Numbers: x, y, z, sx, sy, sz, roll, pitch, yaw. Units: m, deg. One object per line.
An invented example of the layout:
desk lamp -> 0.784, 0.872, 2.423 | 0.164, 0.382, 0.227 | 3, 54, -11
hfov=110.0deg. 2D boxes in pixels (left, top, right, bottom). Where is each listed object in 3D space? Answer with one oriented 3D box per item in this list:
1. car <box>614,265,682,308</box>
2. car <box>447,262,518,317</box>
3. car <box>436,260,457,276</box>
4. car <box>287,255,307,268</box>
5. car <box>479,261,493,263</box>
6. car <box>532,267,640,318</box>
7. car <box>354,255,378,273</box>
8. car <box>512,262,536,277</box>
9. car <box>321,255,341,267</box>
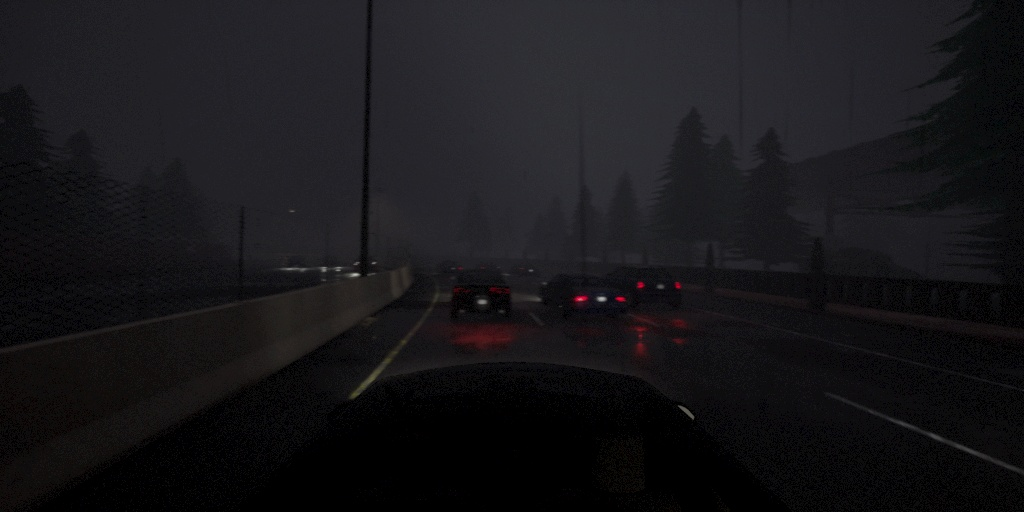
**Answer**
car -> 5.423, 1.195, 15.989 | 2.097, 1.767, 4.553 | 1, 0, -9
car -> -1.167, 1.175, 12.883 | 1.882, 1.535, 5.008 | 1, 0, -7
car -> -5.796, 1.092, 32.911 | 2.033, 1.411, 5.357 | 1, 0, -19
car -> -25.243, 0.622, 42.285 | 2.033, 1.411, 5.357 | 1, 0, -27
car -> -2.452, 1.184, 33.710 | 1.994, 1.385, 4.181 | 1, 0, -18
car -> 2.349, 1.325, 13.187 | 2.033, 1.411, 5.357 | 1, 0, -8
car -> -14.391, 0.692, 35.307 | 2.097, 1.767, 4.553 | 1, 0, -22
car -> 1.095, 1.265, 34.067 | 1.994, 1.385, 4.181 | 1, 0, -18
car -> -23.519, 0.614, 46.515 | 1.837, 1.490, 4.892 | 1, 0, -30
